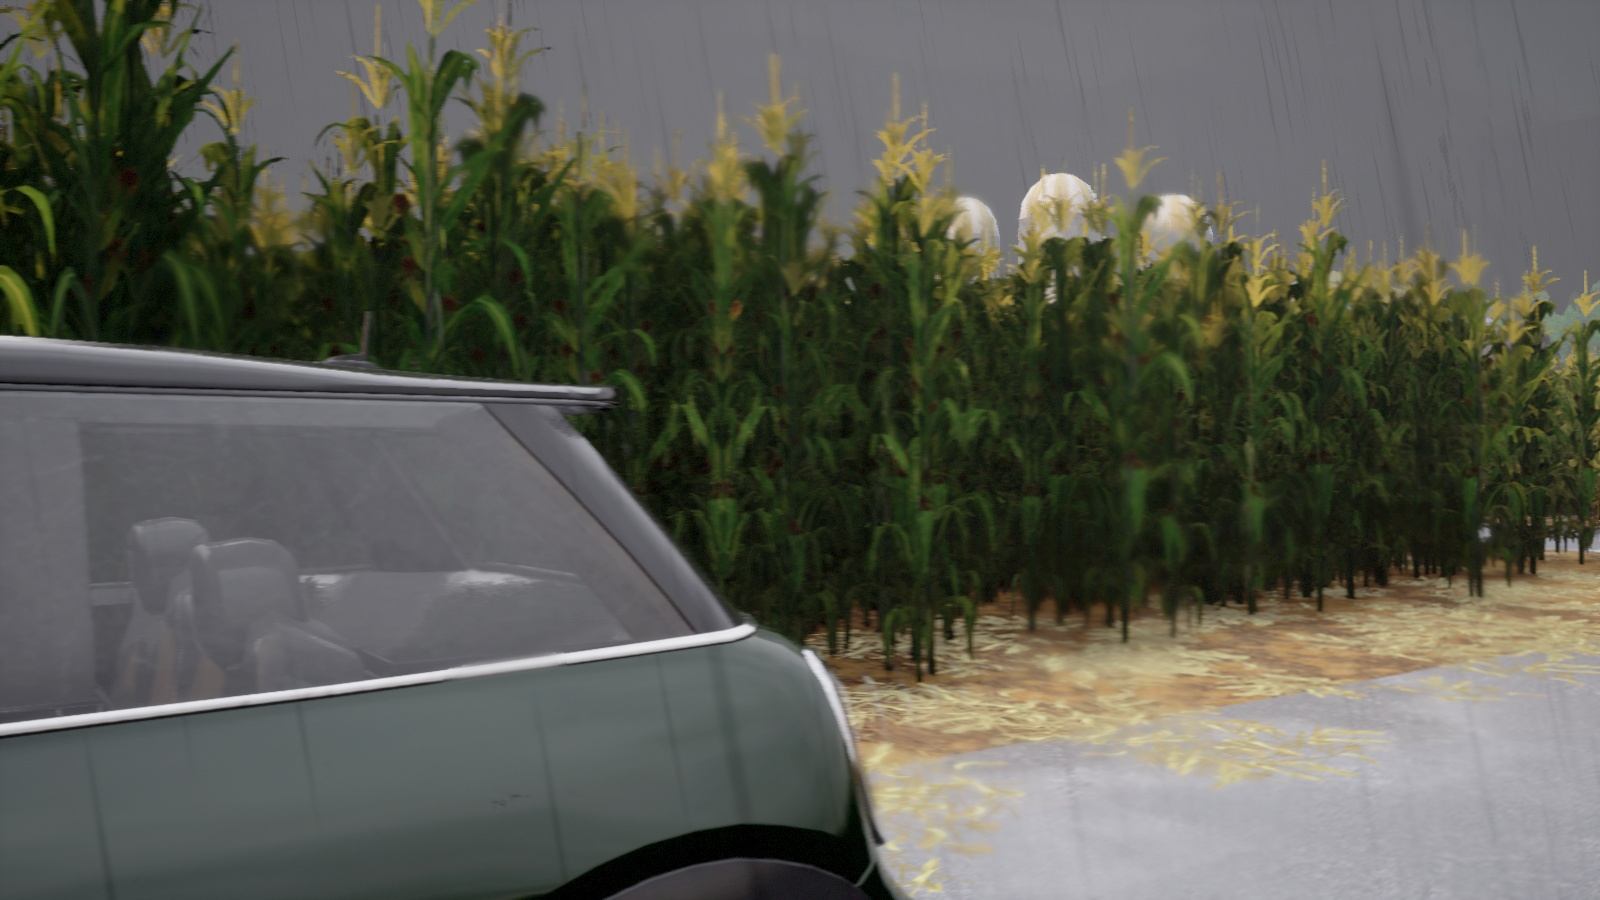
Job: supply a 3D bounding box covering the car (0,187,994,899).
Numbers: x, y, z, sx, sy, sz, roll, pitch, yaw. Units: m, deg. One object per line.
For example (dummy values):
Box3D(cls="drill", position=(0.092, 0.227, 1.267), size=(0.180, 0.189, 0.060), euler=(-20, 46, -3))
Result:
Box3D(cls="car", position=(-2.139, 0.612, 1.683), size=(4.553, 1.767, 2.097), euler=(0, 0, -35))
